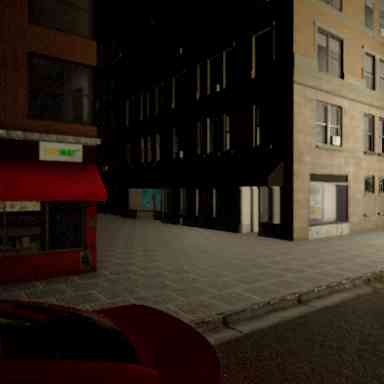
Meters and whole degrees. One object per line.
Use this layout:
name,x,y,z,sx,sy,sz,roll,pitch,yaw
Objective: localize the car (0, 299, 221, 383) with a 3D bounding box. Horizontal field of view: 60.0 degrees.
car,-2.081,1.477,1.585,5.008,1.535,1.882,0,0,-35
